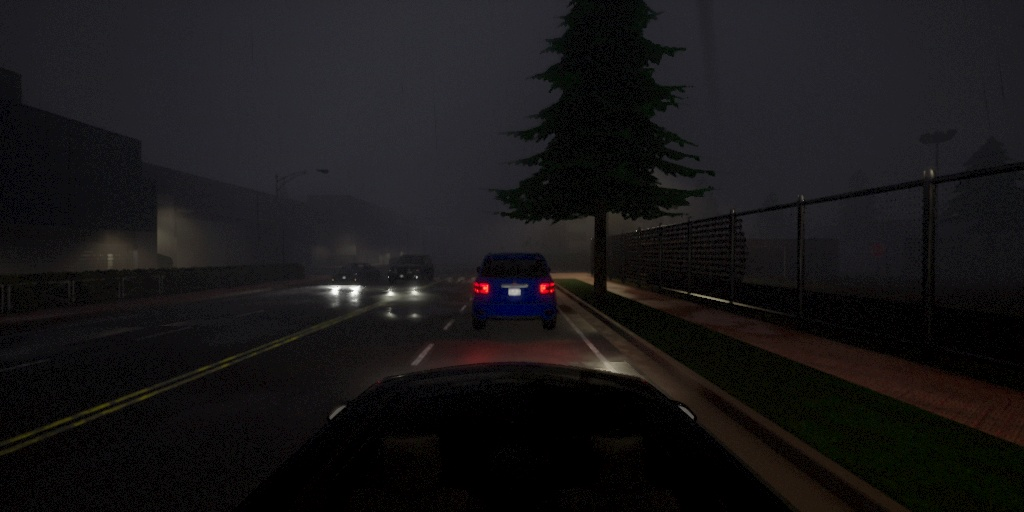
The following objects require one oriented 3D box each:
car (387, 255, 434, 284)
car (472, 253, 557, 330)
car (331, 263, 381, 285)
[{"bbox_3d":[-7.103,0.922,25.809,2.150,2.045,5.566,0,0,0],"label":"car"},{"bbox_3d":[0.055,0.916,11.032,2.150,2.045,5.566,0,0,0],"label":"car"},{"bbox_3d":[-10.613,1.176,24.653,1.994,1.385,4.181,0,0,0],"label":"car"}]
